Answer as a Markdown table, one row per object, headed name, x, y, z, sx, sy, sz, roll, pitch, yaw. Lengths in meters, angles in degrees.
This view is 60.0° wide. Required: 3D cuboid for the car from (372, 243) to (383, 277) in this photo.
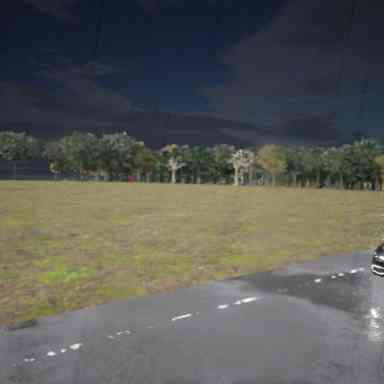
| name | x | y | z | sx | sy | sz | roll | pitch | yaw |
| --- | --- | --- | --- | --- | --- | --- | --- | --- | --- |
| car | 6.634 | 1.452 | 8.801 | 4.892 | 1.490 | 1.837 | -1 | 0 | -36 |
